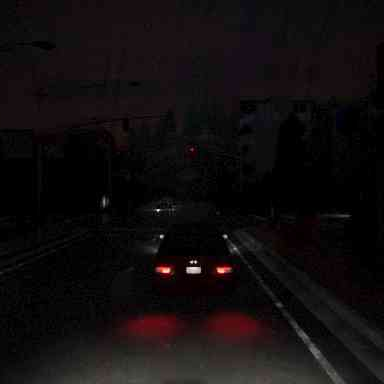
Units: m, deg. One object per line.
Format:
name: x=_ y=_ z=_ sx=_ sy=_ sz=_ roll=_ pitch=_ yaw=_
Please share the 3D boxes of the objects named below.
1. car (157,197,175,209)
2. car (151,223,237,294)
car: x=-3.712 y=1.523 z=46.012 sx=1.812 sy=1.442 sz=4.674 roll=0 pitch=0 yaw=0
car: x=0.038 y=1.547 z=8.901 sx=2.033 sy=1.411 sz=5.357 roll=0 pitch=0 yaw=0
